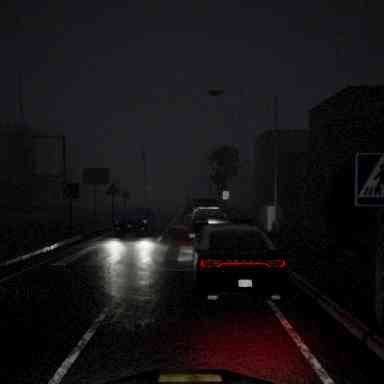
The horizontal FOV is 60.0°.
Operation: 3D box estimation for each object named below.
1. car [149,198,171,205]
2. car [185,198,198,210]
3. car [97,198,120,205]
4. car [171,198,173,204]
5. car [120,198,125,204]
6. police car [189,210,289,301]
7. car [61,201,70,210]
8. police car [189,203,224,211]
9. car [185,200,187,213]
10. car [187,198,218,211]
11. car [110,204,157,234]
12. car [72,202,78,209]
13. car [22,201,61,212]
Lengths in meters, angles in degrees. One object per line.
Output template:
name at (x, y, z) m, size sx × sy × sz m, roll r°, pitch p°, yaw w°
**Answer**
car at (-8.893, 2.754, 88.943) m, size 4.892 × 1.521 × 2.231 m, roll 0°, pitch -1°, yaw 0°
car at (-0.044, 2.039, 59.259) m, size 2.150 × 2.045 × 5.566 m, roll 0°, pitch -1°, yaw 0°
car at (-21.975, 2.699, 86.185) m, size 5.008 × 1.535 × 2.097 m, roll 0°, pitch -1°, yaw 0°
car at (-8.927, 2.557, 91.749) m, size 5.566 × 2.045 × 2.435 m, roll 0°, pitch -1°, yaw 0°
car at (-21.983, 2.807, 91.752) m, size 5.008 × 1.535 × 2.097 m, roll 0°, pitch -1°, yaw 0°
police car at (0.956, 1.467, 8.582) m, size 1.930 × 1.638 × 5.238 m, roll 0°, pitch -1°, yaw 0°
car at (-21.992, 2.145, 51.282) m, size 4.892 × 1.521 × 2.231 m, roll 0°, pitch -1°, yaw 0°
police car at (0.943, 1.610, 18.593) m, size 1.930 × 1.638 × 5.238 m, roll 0°, pitch -1°, yaw 0°
car at (-0.027, 2.115, 45.824) m, size 1.837 × 1.490 × 4.892 m, roll 0°, pitch -1°, yaw 0°
car at (0.940, 1.503, 24.518) m, size 2.150 × 2.045 × 5.566 m, roll 0°, pitch -1°, yaw 0°
car at (-3.279, 1.645, 19.960) m, size 1.882 × 1.535 × 5.008 m, roll 0°, pitch -3°, yaw 0°
car at (-22.001, 2.195, 54.555) m, size 5.008 × 1.535 × 2.097 m, roll 0°, pitch -1°, yaw 0°
car at (-21.996, 2.132, 48.006) m, size 4.674 × 1.452 × 2.002 m, roll 0°, pitch -1°, yaw 0°
